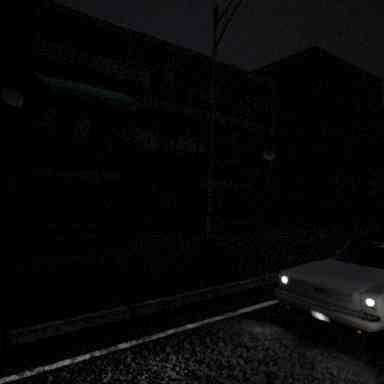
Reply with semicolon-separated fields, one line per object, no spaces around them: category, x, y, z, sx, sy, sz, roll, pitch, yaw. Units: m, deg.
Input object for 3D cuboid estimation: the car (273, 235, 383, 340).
car;3.749;1.578;6.360;4.718;1.301;1.895;0;0;-35
